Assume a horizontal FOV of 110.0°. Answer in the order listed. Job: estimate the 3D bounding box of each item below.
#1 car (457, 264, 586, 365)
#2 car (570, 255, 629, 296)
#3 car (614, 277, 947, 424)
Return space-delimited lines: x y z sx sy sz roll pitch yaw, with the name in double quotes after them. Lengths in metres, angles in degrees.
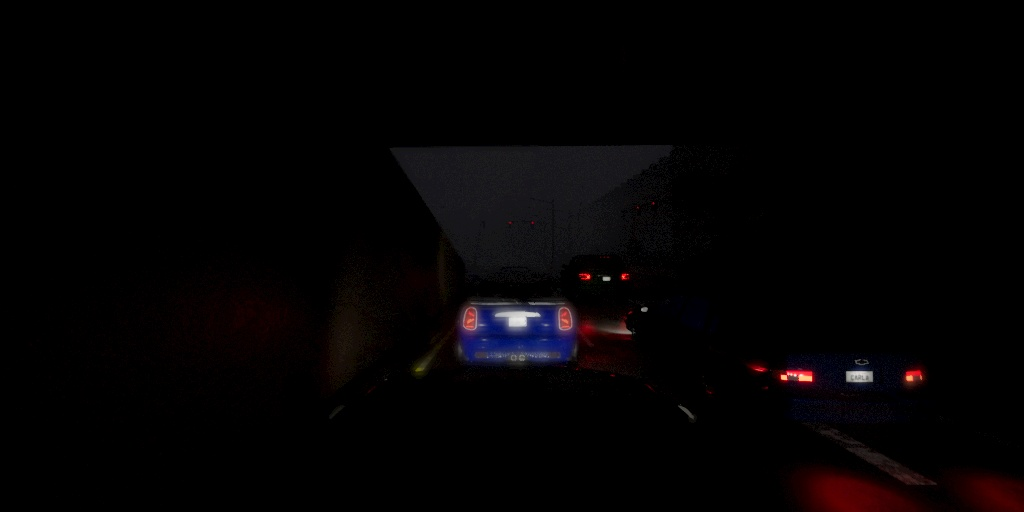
0.108 1.102 7.999 2.097 1.767 4.553 0 0 0 "car"
3.647 0.971 16.474 2.150 2.045 5.566 0 0 0 "car"
3.611 1.297 6.228 2.033 1.411 5.357 0 0 0 "car"
